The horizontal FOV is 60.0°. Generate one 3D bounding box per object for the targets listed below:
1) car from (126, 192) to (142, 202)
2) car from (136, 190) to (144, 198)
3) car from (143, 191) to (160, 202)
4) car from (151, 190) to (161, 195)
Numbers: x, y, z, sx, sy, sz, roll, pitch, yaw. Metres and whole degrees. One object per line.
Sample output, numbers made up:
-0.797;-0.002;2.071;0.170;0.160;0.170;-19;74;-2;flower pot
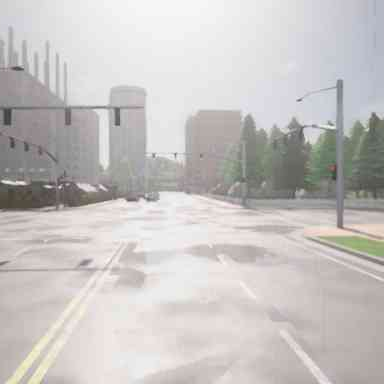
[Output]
-10.768;1.149;60.042;1.895;1.301;4.718;0;0;-3;car
-11.683;0.645;75.436;2.150;2.045;5.566;0;0;-3;car
-7.281;1.005;60.269;1.882;1.535;5.008;0;1;-3;car
-8.189;0.900;75.660;1.837;1.490;4.892;0;0;-3;car
